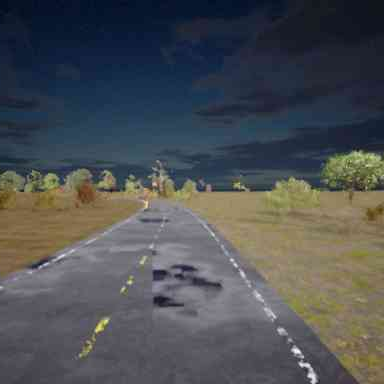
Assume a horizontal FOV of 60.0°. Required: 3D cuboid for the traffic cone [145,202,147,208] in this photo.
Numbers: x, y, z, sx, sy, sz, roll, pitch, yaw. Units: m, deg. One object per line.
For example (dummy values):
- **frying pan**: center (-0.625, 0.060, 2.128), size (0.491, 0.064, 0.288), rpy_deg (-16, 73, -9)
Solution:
- **traffic cone**: center (-6.828, 2.167, 49.809), size (0.340, 0.580, 0.340), rpy_deg (0, 0, -6)
